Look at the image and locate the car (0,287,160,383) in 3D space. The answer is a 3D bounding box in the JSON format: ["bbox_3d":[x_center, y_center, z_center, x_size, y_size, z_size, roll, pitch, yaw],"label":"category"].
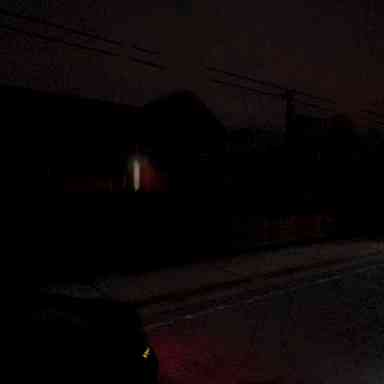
[{"bbox_3d":[-2.454,1.527,2.240,4.674,1.442,1.812,0,0,-35],"label":"car"}]
